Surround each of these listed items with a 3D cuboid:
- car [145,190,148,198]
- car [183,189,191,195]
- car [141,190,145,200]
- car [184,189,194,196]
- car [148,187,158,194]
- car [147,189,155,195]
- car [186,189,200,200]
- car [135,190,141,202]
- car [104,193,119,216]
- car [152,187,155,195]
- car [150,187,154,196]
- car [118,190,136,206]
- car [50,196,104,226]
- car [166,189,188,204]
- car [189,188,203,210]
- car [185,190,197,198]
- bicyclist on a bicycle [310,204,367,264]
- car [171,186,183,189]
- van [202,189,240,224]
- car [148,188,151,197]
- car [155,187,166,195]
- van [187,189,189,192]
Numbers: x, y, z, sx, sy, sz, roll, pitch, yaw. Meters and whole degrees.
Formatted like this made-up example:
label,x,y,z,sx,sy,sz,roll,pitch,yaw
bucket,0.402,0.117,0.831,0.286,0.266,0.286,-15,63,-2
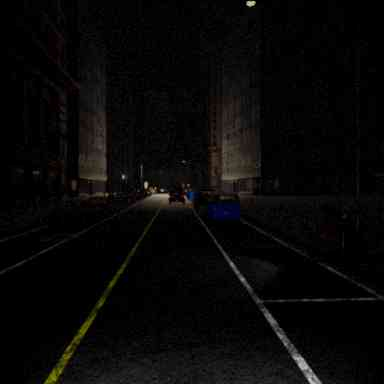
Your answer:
label,x,y,z,sx,sy,sz,roll,pitch,yaw
car,-8.381,0.443,52.093,1.887,1.381,4.507,0,1,-3
car,-1.228,-0.084,79.772,1.887,1.381,4.507,0,1,-3
car,-8.107,0.446,46.639,1.967,1.590,4.097,0,1,-3
car,-0.684,0.140,68.868,1.802,1.307,4.206,0,1,-3
car,-10.013,-0.365,84.798,2.192,1.841,5.009,0,1,-3
car,-9.734,-0.063,79.180,1.752,1.417,4.829,0,1,-3
car,0.134,0.301,52.510,1.967,1.590,4.097,0,1,-3
car,-7.836,0.667,41.190,2.008,1.369,4.403,0,1,-3
car,-7.019,1.011,24.834,2.008,1.369,4.403,1,1,-3
car,-9.198,0.161,68.448,1.947,1.339,4.313,0,1,-3
car,-8.925,0.244,62.996,2.008,1.369,4.403,0,1,-3
car,-7.563,0.780,35.738,2.008,1.369,4.403,0,1,-3
car,-6.746,1.124,19.383,1.887,1.381,4.507,1,1,-3
car,-1.791,0.660,39.337,1.812,1.442,4.674,0,1,-3
car,1.226,0.622,30.699,2.192,1.841,5.009,0,1,-3
car,-0.139,0.301,57.964,1.887,1.381,4.507,0,1,-3
bicyclist on a bicycle,3.998,1.124,9.251,1.656,1.620,0.582,-10,2,-3
car,-2.299,0.148,49.587,2.150,2.045,5.566,0,1,-3
van,1.770,0.883,19.794,1.690,1.788,3.998,0,1,-3
car,-8.653,0.376,57.545,1.802,1.307,4.206,0,1,-3
car,-6.624,-0.066,74.064,1.994,1.385,4.181,0,1,-3
van,0.408,0.309,47.056,1.690,1.788,3.998,0,1,-3
